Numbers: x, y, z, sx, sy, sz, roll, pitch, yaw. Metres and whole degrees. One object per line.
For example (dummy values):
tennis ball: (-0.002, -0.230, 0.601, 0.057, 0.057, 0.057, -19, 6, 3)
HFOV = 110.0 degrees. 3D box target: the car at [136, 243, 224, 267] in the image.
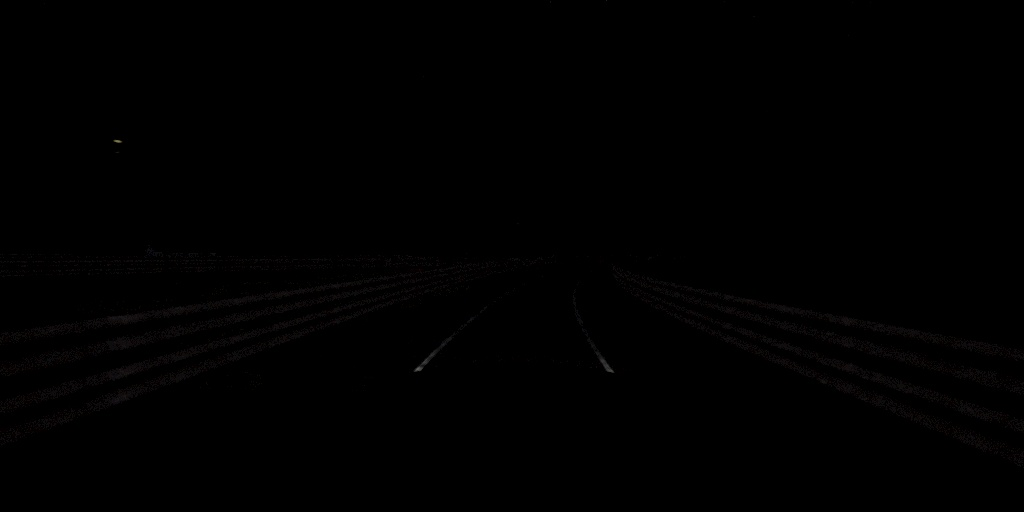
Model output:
car: (-28.138, -0.018, 30.673, 2.150, 2.045, 5.566, 2, 1, 42)

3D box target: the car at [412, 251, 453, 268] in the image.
car: (-10.035, 0.369, 45.887, 2.150, 2.045, 5.566, 2, 1, 41)
